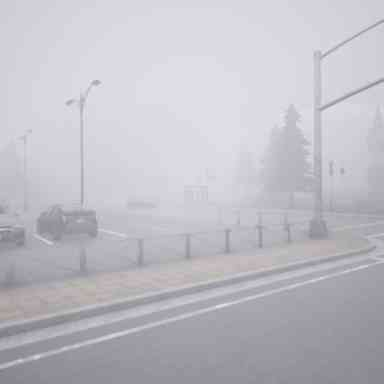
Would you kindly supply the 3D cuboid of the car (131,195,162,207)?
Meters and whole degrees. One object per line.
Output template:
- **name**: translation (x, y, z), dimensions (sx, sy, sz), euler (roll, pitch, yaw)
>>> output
- **car**: translation (-6.355, 1.262, 46.048), dimensions (2.128, 1.511, 4.902), euler (-1, 0, -36)

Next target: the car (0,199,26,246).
- **car**: translation (-8.418, 1.320, 13.762), dimensions (2.152, 1.636, 5.027), euler (-1, 0, -36)

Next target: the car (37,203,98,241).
- **car**: translation (-5.908, 1.296, 15.643), dimensions (2.007, 1.523, 4.514), euler (-1, 0, -36)

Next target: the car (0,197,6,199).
- **car**: translation (-21.178, 1.333, 36.728), dimensions (1.845, 1.501, 3.633), euler (-1, 0, -36)

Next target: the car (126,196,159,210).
- **car**: translation (-6.137, 1.286, 39.727), dimensions (1.882, 1.535, 5.008), euler (-1, 1, -36)
